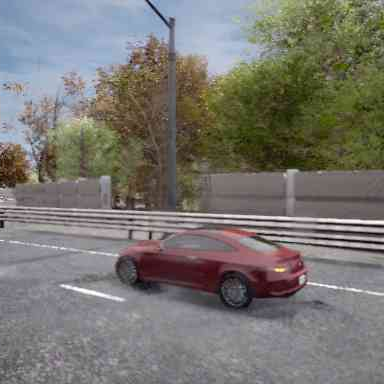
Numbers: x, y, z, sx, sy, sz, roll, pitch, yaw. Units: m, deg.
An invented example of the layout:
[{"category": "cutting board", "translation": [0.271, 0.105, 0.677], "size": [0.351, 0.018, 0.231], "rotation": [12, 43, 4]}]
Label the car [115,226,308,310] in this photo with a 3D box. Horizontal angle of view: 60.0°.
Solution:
[{"category": "car", "translation": [0.254, 1.540, 7.815], "size": [4.674, 1.442, 1.812], "rotation": [0, 0, 35]}]
